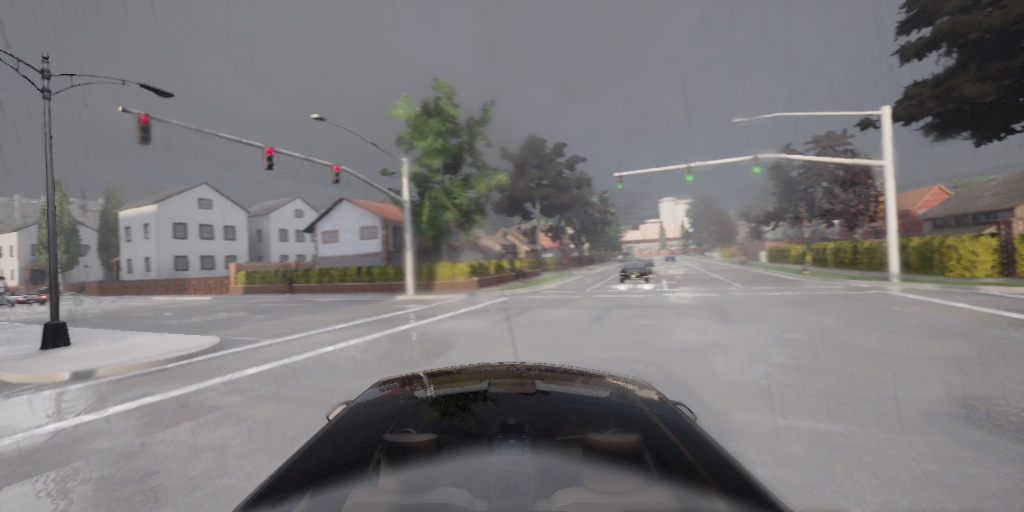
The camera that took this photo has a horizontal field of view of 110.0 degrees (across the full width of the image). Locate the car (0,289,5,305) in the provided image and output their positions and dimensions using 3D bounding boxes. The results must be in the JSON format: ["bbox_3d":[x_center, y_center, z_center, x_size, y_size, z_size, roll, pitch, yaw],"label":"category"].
[{"bbox_3d":[-51.156,3.990,34.374,4.892,1.490,1.837,-3,0,23],"label":"car"}]

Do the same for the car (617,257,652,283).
[{"bbox_3d":[8.716,1.039,25.431,1.837,1.490,4.892,-3,-1,22],"label":"car"}]

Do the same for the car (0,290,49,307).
[{"bbox_3d":[-41.897,3.609,30.604,4.718,1.301,1.895,-3,-1,23],"label":"car"}]

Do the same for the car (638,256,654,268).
[{"bbox_3d":[18.214,0.802,48.560,1.812,1.442,4.674,-3,0,22],"label":"car"}]

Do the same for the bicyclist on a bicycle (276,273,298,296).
[{"bbox_3d":[-16.452,2.049,26.202,0.582,1.620,1.656,-3,-1,23],"label":"bicyclist on a bicycle"}]

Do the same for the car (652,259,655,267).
[{"bbox_3d":[12.642,0.975,34.995,2.033,1.411,5.357,-3,-1,23],"label":"car"}]
